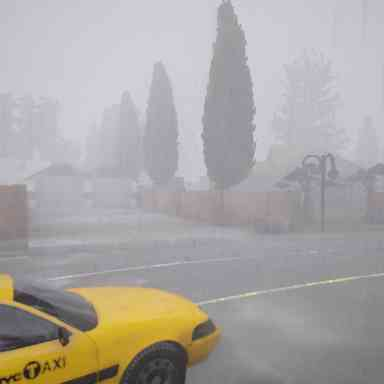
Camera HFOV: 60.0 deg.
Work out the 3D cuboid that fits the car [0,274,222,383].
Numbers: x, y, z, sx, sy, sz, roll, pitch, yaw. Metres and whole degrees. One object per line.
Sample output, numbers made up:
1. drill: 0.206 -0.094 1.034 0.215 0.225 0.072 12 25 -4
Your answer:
1. car: -2.137 1.456 3.138 5.366 1.575 1.801 0 0 -36
